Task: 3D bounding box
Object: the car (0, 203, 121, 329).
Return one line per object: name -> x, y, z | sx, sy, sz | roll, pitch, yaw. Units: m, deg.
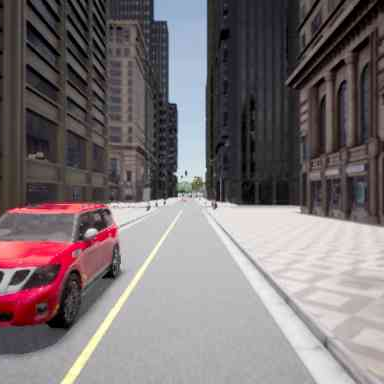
car -> -3.098, 1.296, 7.420 | 2.150, 2.045, 5.566 | 0, -1, 0
